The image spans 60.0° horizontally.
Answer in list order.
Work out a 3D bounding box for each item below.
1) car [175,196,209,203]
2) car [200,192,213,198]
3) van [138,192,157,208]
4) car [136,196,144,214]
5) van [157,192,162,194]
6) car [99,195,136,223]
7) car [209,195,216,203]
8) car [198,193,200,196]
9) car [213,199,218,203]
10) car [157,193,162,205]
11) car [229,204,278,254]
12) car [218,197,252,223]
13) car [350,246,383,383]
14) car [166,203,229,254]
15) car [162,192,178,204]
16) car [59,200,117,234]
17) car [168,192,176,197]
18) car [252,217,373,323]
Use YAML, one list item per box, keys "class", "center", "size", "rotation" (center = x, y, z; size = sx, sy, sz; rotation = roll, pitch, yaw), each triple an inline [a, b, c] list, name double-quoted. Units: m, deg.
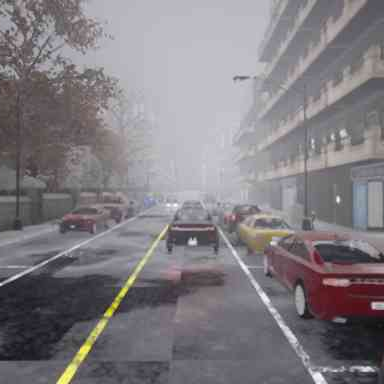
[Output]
- class: "car"
  center: [0.022, 1.330, 25.940]
  size: [2.033, 1.411, 5.357]
  rotation: [0, 0, 0]
- class: "car"
  center: [2.680, 1.012, 51.209]
  size: [1.967, 1.590, 4.097]
  rotation: [1, 0, 0]
- class: "van"
  center: [-5.677, 1.005, 40.163]
  size: [1.690, 1.788, 3.998]
  rotation: [1, 0, 0]
- class: "car"
  center: [-5.674, 1.300, 29.119]
  size: [1.887, 1.381, 4.507]
  rotation: [1, 0, 0]
- class: "van"
  center: [-5.633, 0.868, 56.734]
  size: [1.690, 1.788, 3.998]
  rotation: [1, 0, 0]
- class: "car"
  center: [-5.670, 1.117, 23.593]
  size: [2.192, 1.841, 5.009]
  rotation: [1, 0, 0]
- class: "car"
  center: [2.707, 1.279, 29.287]
  size: [1.752, 1.417, 4.829]
  rotation: [1, 0, 0]
- class: "car"
  center: [2.713, 0.779, 94.679]
  size: [1.947, 1.339, 4.313]
  rotation: [1, 0, 0]
- class: "car"
  center: [2.705, 1.383, 23.594]
  size: [1.802, 1.307, 4.206]
  rotation: [1, 0, 0]
- class: "car"
  center: [-5.655, 1.184, 45.688]
  size: [1.947, 1.339, 4.313]
  rotation: [1, 0, 0]
- class: "car"
  center: [2.705, 1.418, 12.718]
  size: [1.752, 1.417, 4.829]
  rotation: [1, 0, 0]
- class: "car"
  center: [2.707, 1.288, 18.070]
  size: [1.967, 1.590, 4.097]
  rotation: [1, 0, 0]
- class: "car"
  center: [2.706, 1.426, 1.500]
  size: [1.967, 1.590, 4.097]
  rotation: [1, 0, 0]
- class: "car"
  center: [0.041, 1.381, 12.982]
  size: [2.128, 1.511, 4.902]
  rotation: [0, 0, 0]
- class: "car"
  center: [-3.075, 1.055, 52.227]
  size: [2.128, 1.511, 4.902]
  rotation: [0, 0, 0]
- class: "car"
  center: [-5.674, 1.393, 18.072]
  size: [1.887, 1.381, 4.507]
  rotation: [1, 0, 0]
- class: "car"
  center: [-5.666, 0.740, 94.509]
  size: [1.752, 1.417, 4.829]
  rotation: [1, 0, 0]
- class: "car"
  center: [2.704, 1.485, 7.024]
  size: [1.887, 1.381, 4.507]
  rotation: [1, 0, 0]
